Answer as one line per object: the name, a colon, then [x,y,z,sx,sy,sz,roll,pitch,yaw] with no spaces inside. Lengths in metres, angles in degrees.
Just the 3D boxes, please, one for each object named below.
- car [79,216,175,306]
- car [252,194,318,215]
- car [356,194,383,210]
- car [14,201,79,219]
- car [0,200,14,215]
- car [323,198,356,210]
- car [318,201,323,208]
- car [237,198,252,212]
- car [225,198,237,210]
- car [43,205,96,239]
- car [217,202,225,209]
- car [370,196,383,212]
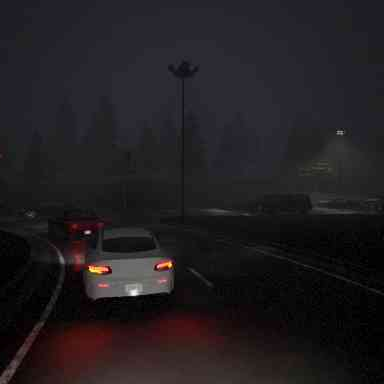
car: [-1.650,1.526,8.089,1.812,1.442,4.674,0,0,-16]
car: [9.383,1.222,33.566,5.566,2.045,2.150,0,0,-14]
car: [23.402,1.218,40.550,5.566,2.045,2.150,0,0,-14]
car: [-12.006,1.492,28.397,4.902,1.511,2.128,0,0,-14]
car: [-20.622,1.477,33.516,5.008,1.535,1.882,0,0,-14]
car: [20.057,1.601,43.343,4.718,1.301,1.895,0,0,-14]
car: [19.981,1.526,46.913,4.674,1.442,1.812,0,0,-14]
car: [8.308,1.221,36.907,5.566,2.045,2.150,0,0,-14]
car: [6.827,1.526,40.127,4.674,1.442,1.812,0,0,-14]
car: [-6.153,1.601,17.385,1.895,1.301,4.718,0,0,-35]
car: [6.085,1.547,43.570,5.357,1.411,2.033,0,0,-14]
car: [22.862,1.487,36.818,4.902,1.511,2.128,-1,0,-14]
